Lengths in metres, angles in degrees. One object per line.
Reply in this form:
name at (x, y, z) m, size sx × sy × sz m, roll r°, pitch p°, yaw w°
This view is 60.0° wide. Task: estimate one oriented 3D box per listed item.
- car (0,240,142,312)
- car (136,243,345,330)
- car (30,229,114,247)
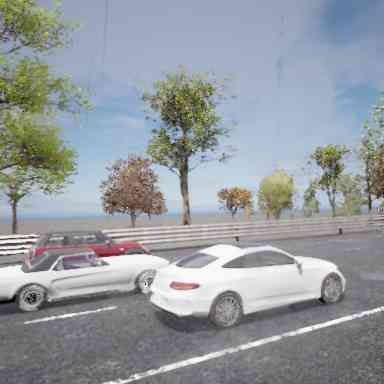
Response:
car at (-2.964, 2.209, 9.170) m, size 4.718 × 1.301 × 1.895 m, roll 0°, pitch -4°, yaw -29°
car at (1.352, 1.884, 7.539) m, size 4.674 × 1.442 × 1.812 m, roll 0°, pitch -4°, yaw -28°
car at (-3.880, 2.205, 12.656) m, size 4.553 × 1.767 × 2.097 m, roll 0°, pitch -4°, yaw -29°
